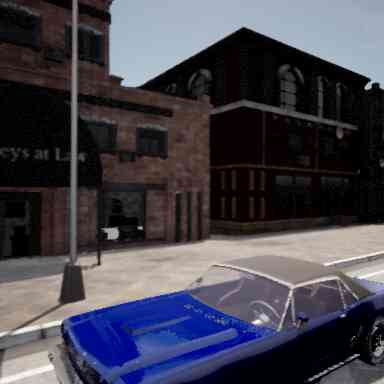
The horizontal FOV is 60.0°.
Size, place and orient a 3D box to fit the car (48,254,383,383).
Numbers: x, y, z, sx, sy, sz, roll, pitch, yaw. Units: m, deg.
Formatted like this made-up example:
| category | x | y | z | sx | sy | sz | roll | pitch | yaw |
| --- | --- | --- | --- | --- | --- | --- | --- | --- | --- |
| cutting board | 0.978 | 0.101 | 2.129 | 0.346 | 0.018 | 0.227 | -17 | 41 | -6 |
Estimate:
| category | x | y | z | sx | sy | sz | roll | pitch | yaw |
| --- | --- | --- | --- | --- | --- | --- | --- | --- | --- |
| car | 0.798 | 1.601 | 4.255 | 4.718 | 1.301 | 1.895 | 0 | 0 | -35 |
